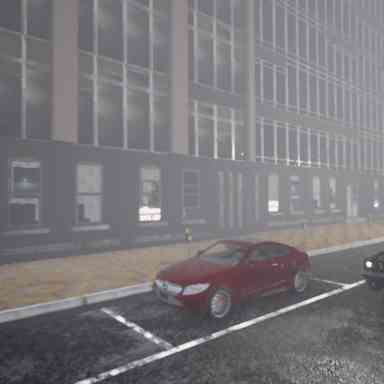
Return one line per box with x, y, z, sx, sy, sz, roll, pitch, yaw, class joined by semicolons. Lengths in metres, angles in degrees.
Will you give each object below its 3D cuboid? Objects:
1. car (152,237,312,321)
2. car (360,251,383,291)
1.107;1.722;7.585;4.206;1.307;1.802;0;-1;-39;car
6.121;1.709;8.313;4.718;1.301;1.895;0;-1;-39;car
